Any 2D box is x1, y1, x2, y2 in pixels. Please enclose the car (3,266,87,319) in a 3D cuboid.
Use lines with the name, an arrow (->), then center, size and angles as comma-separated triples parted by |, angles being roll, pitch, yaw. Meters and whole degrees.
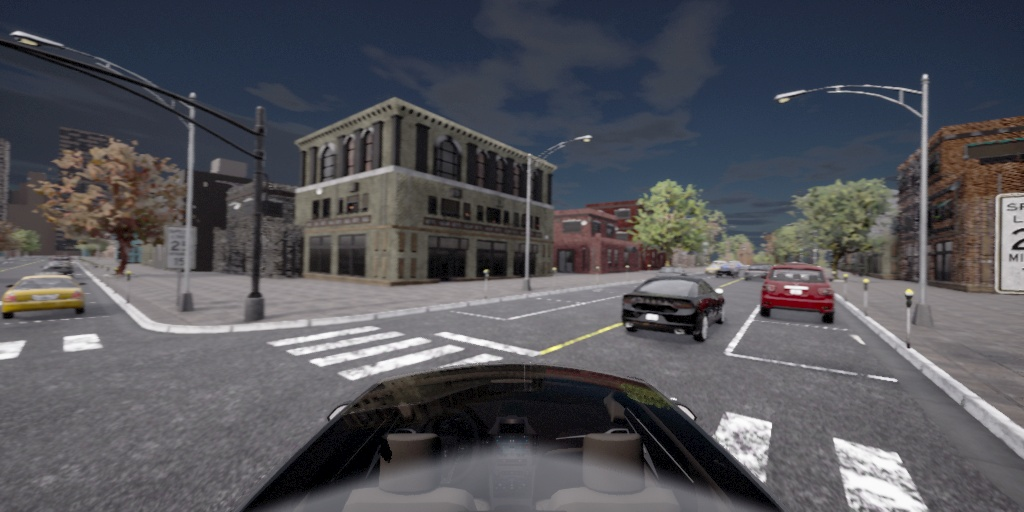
car -> -16.030, 1.223, 12.371 | 4.829, 1.417, 1.751 | 0, 0, 39

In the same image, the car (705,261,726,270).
car -> 27.486, 1.751, 48.862 | 1.751, 1.417, 4.829 | 0, 0, 38

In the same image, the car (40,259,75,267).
car -> -37.489, 1.164, 29.666 | 4.403, 1.370, 2.007 | 0, 0, 39

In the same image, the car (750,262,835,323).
car -> 10.413, 1.241, 13.222 | 2.192, 1.841, 5.009 | 0, 0, 38

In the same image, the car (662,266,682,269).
car -> 13.989, 1.564, 31.486 | 1.948, 1.339, 4.313 | 0, 0, 38

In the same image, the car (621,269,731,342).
car -> 4.812, 1.312, 10.383 | 1.882, 1.535, 5.008 | 1, 0, 38

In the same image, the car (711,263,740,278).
car -> 24.017, 1.764, 40.000 | 1.895, 1.301, 4.718 | 1, 0, 38

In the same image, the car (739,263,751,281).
car -> 23.781, 1.648, 34.724 | 2.128, 1.511, 4.902 | 1, 0, 38

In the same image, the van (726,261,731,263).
van -> 30.990, 1.623, 53.373 | 1.690, 1.789, 3.998 | 0, 0, 38

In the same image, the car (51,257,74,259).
car -> -50.444, 1.129, 40.107 | 4.313, 1.339, 1.948 | 0, 0, 39
